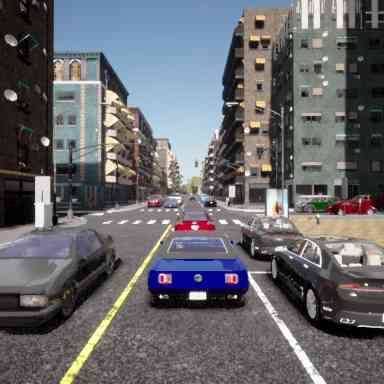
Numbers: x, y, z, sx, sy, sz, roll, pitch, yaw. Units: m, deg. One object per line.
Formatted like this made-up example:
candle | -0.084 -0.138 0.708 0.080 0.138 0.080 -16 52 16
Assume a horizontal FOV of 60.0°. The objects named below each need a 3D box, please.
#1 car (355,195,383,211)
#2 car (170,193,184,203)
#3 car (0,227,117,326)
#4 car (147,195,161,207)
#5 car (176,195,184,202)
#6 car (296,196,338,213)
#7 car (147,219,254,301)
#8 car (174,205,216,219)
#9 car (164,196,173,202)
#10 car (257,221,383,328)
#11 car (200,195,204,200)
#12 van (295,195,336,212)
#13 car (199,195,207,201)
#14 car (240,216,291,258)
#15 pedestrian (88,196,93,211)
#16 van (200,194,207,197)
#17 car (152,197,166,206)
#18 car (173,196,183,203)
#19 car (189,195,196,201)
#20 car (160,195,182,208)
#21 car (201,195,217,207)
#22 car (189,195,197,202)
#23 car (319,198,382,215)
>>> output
car | 19.375 1.228 37.407 5.009 1.841 2.192 0 0 1
car | -2.946 1.244 58.648 2.150 2.045 5.566 0 0 1
car | -3.088 1.550 7.564 2.033 1.411 5.357 0 0 0
car | -5.561 1.334 50.722 2.192 1.841 5.009 1 0 0
car | -2.822 1.533 78.999 1.837 1.490 4.892 0 0 0
car | 13.413 1.272 34.879 4.553 1.767 2.097 0 -1 1
car | 0.118 1.603 8.286 1.895 1.301 4.718 0 0 0
car | 0.133 1.570 17.149 1.994 1.385 4.181 0 0 0
car | -5.502 1.598 78.578 1.947 1.339 4.313 1 0 0
car | 2.846 1.553 6.901 2.008 1.369 4.403 1 0 0
car | 2.827 1.604 56.234 1.802 1.307 4.206 1 0 0
van | 13.848 1.296 37.459 3.998 1.788 1.690 0 0 1
car | 2.903 1.582 89.661 1.887 1.381 4.507 1 0 0
car | 2.858 1.555 12.471 2.008 1.369 4.403 1 0 0
pedestrian | -12.437 1.348 40.663 0.375 1.860 0.375 0 0 1
van | 2.880 1.373 78.520 1.690 1.788 3.998 1 0 0
car | -5.552 1.566 56.294 1.887 1.381 4.507 1 0 0
car | -2.854 1.591 68.590 1.994 1.385 4.181 0 0 0
car | 0.203 1.562 90.095 1.812 1.442 4.674 0 0 0
car | -2.993 1.566 48.647 2.033 1.411 5.357 0 0 1
car | 2.815 1.585 50.664 1.947 1.339 4.313 1 0 0
car | 0.179 1.558 79.712 2.128 1.511 4.902 0 0 0
car | 13.768 1.413 29.077 4.206 1.307 1.802 0 0 1
